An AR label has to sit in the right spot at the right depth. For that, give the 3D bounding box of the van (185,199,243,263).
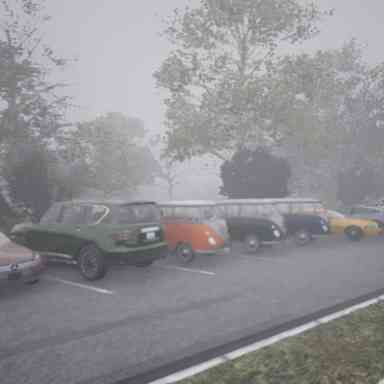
[{"bbox_3d":[-0.720,1.273,11.750,4.442,1.987,1.878,-1,-1,34],"label":"van"}]

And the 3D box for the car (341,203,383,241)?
[{"bbox_3d":[6.599,1.490,16.910,5.366,1.575,1.946,-1,-1,34],"label":"car"}]

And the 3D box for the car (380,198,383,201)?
[{"bbox_3d":[13.671,1.239,22.231,5.566,2.045,2.435,-1,0,34],"label":"car"}]

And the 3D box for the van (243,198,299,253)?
[{"bbox_3d":[1.700,1.271,13.485,4.442,1.987,1.878,-1,-1,34],"label":"van"}]

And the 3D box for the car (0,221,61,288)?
[{"bbox_3d":[-5.656,1.544,8.350,4.674,1.452,2.002,-1,-1,34],"label":"car"}]

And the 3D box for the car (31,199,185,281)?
[{"bbox_3d":[-3.263,1.251,10.097,5.566,2.045,2.435,-1,0,34],"label":"car"}]

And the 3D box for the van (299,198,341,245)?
[{"bbox_3d":[4.120,1.269,15.221,4.442,1.987,1.878,-1,-1,34],"label":"van"}]
